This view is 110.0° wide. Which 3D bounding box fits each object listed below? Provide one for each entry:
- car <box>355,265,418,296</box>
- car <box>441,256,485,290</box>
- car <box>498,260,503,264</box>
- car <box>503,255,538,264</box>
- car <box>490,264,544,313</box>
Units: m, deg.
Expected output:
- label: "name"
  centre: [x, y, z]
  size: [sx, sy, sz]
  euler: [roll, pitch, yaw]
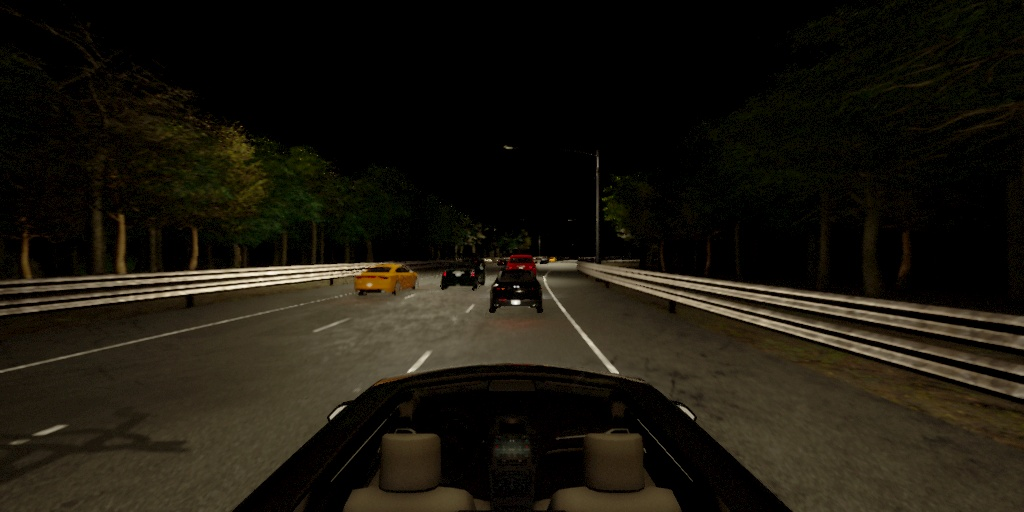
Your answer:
- label: "car"
  centre: [-6.576, 1.207, 19.324]
  size: [1.882, 1.535, 5.008]
  euler: [0, 0, 3]
- label: "car"
  centre: [-2.930, 1.088, 22.431]
  size: [2.097, 1.767, 4.553]
  euler: [0, 0, 3]
- label: "car"
  centre: [-0.347, 1.219, 53.649]
  size: [2.128, 1.511, 4.902]
  euler: [0, 0, 7]
- label: "car"
  centre: [0.763, 0.963, 27.267]
  size: [2.150, 2.045, 5.566]
  euler: [0, 0, 3]
- label: "car"
  centre: [0.191, 1.252, 14.053]
  size: [1.837, 1.490, 4.892]
  euler: [0, 0, 2]
